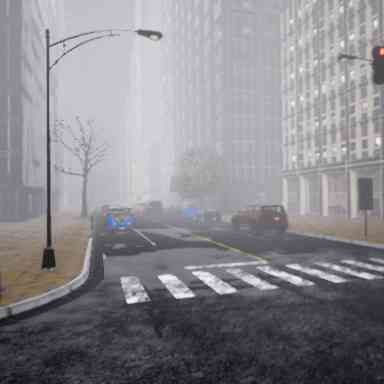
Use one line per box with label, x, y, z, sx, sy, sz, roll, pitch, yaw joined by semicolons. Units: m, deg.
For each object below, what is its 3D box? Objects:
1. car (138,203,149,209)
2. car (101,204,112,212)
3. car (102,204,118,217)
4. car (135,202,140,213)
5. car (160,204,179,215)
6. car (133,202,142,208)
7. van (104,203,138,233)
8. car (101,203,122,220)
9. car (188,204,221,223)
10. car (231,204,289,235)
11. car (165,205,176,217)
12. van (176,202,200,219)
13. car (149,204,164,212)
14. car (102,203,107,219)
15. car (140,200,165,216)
car;-10.970;3.187;75.217;1.947;1.339;4.313;-1;-1;-16
car;-15.939;3.028;61.978;1.802;1.307;4.206;-1;-1;-16
car;-11.298;2.500;45.535;1.967;1.590;4.097;-1;-1;-16
car;-8.198;2.555;55.511;2.097;1.767;4.553;-1;-1;-16
car;-3.276;2.509;47.971;1.752;1.417;4.829;-1;-1;-16
car;-14.796;3.434;89.920;1.882;1.535;5.008;-1;-1;-16
van;-5.108;1.882;23.609;1.690;1.788;3.998;-1;-1;-16
car;-9.753;2.246;40.055;2.192;1.841;5.009;-1;-1;-16
car;1.414;2.142;31.360;2.008;1.369;4.403;-1;-1;-16
car;4.237;1.668;21.348;2.192;1.841;5.009;-1;-1;-16
car;-1.681;2.416;42.324;1.947;1.339;4.313;-1;-1;-16
van;-0.138;2.062;36.845;1.690;1.788;3.998;-1;-1;-16
car;-6.325;2.788;58.770;2.008;1.369;4.403;-1;-1;-16
car;-6.657;1.986;29.091;2.192;1.841;5.009;-1;-1;-16
car;-5.287;2.185;45.352;2.150;2.045;5.566;-1;-1;-15
